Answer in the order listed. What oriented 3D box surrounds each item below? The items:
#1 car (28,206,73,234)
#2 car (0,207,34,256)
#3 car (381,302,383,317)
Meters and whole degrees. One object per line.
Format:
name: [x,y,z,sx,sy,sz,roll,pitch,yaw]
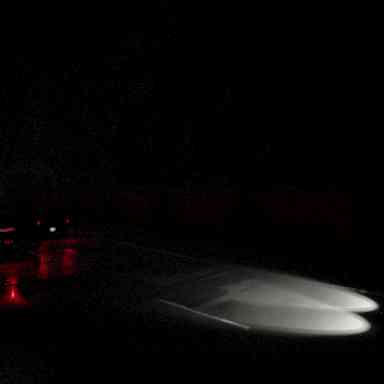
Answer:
car: [-7.850,1.368,16.711,1.895,1.301,4.718,0,1,-43]
car: [-7.443,1.304,11.259,2.128,1.511,4.902,0,1,-45]
car: [5.144,1.608,4.774,4.181,1.385,1.994,1,1,35]
